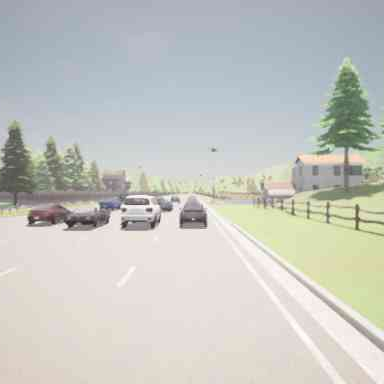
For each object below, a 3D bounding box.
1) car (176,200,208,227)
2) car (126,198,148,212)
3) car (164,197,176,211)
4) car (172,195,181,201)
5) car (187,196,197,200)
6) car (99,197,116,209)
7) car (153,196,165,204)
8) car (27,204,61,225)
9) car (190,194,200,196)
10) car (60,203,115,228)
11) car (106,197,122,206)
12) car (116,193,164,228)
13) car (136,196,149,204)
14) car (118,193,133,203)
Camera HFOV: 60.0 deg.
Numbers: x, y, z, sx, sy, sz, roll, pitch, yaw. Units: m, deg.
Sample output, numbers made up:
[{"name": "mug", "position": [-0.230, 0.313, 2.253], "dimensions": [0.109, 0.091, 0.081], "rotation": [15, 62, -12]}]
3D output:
[{"name": "car", "position": [0.099, 1.543, 23.538], "dimensions": [2.128, 1.511, 4.902], "rotation": [0, 0, 0]}, {"name": "car", "position": [-6.902, 1.570, 42.274], "dimensions": [1.882, 1.535, 5.008], "rotation": [0, 0, 0]}, {"name": "car", "position": [-3.402, 1.654, 41.321], "dimensions": [1.994, 1.385, 4.181], "rotation": [0, 0, 0]}, {"name": "car", "position": [-3.504, 1.509, 70.230], "dimensions": [2.097, 1.767, 4.553], "rotation": [0, 0, 0]}, {"name": "car", "position": [0.084, 1.617, 41.806], "dimensions": [1.812, 1.442, 4.674], "rotation": [0, 0, 0]}, {"name": "car", "position": [-10.402, 1.570, 42.275], "dimensions": [1.882, 1.535, 5.008], "rotation": [0, 0, 0]}, {"name": "car", "position": [-7.004, 1.680, 70.676], "dimensions": [2.128, 1.511, 4.902], "rotation": [0, 0, 0]}, {"name": "car", "position": [-10.415, 1.580, 24.596], "dimensions": [1.812, 1.442, 4.674], "rotation": [0, 0, 0]}, {"name": "car", "position": [-0.004, 1.510, 70.647], "dimensions": [2.097, 1.767, 4.553], "rotation": [0, 0, 0]}, {"name": "car", "position": [-6.902, 1.650, 22.535], "dimensions": [1.895, 1.301, 4.718], "rotation": [0, 0, 0]}, {"name": "car", "position": [-14.004, 1.658, 60.259], "dimensions": [1.812, 1.442, 4.674], "rotation": [0, 0, 0]}, {"name": "car", "position": [-3.401, 1.272, 22.956], "dimensions": [2.150, 2.045, 5.566], "rotation": [0, 0, 0]}, {"name": "car", "position": [-10.504, 1.680, 70.676], "dimensions": [2.128, 1.511, 4.902], "rotation": [0, 0, 0]}, {"name": "car", "position": [-14.004, 1.211, 70.294], "dimensions": [2.150, 2.045, 5.566], "rotation": [0, 0, 0]}]
